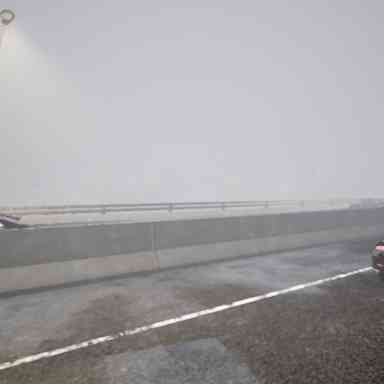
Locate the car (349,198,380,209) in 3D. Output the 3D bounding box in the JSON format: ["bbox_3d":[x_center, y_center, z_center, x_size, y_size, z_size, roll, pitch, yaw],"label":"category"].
[{"bbox_3d":[21.062,1.460,39.892,5.357,1.411,2.033,0,0,-34],"label":"car"}]

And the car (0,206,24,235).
[{"bbox_3d":[-11.767,1.541,17.088,5.357,1.411,2.033,0,0,-35],"label":"car"}]

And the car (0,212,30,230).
[{"bbox_3d":[-8.057,1.501,11.132,4.892,1.490,1.837,0,0,-35],"label":"car"}]

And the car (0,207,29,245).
[{"bbox_3d":[-9.820,1.486,14.172,4.902,1.511,2.128,0,0,-35],"label":"car"}]

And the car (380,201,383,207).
[{"bbox_3d":[23.492,1.439,37.303,4.674,1.442,1.812,0,0,-34],"label":"car"}]

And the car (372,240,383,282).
[{"bbox_3d":[6.394,1.463,8.254,4.902,1.511,2.128,0,0,-35],"label":"car"}]
